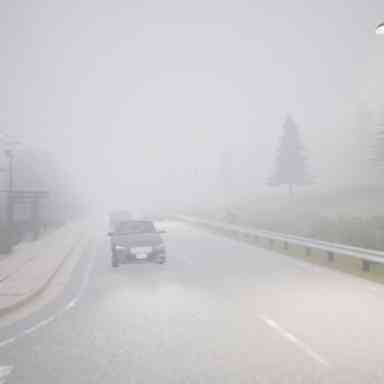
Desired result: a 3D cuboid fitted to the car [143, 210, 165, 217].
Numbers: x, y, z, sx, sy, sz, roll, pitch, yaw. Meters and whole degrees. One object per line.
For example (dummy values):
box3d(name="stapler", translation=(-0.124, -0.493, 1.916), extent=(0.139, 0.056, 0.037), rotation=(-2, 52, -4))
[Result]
box3d(name="car", translation=(-4.280, 2.572, 36.332), extent=(1.895, 1.301, 4.718), rotation=(-1, -1, -14))

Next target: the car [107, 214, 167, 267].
box3d(name="car", translation=(-2.203, 1.856, 13.016), extent=(2.128, 1.511, 4.902), rotation=(-1, -1, -14))

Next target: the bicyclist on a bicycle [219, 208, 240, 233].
box3d(name="bicyclist on a bicycle", translation=(2.599, 1.935, 22.780), extent=(1.656, 1.620, 0.582), rotation=(-6, 0, -14))

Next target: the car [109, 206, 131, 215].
box3d(name="car", translation=(-6.057, 2.293, 28.650), extent=(1.882, 1.535, 5.008), rotation=(-1, -2, -14))
